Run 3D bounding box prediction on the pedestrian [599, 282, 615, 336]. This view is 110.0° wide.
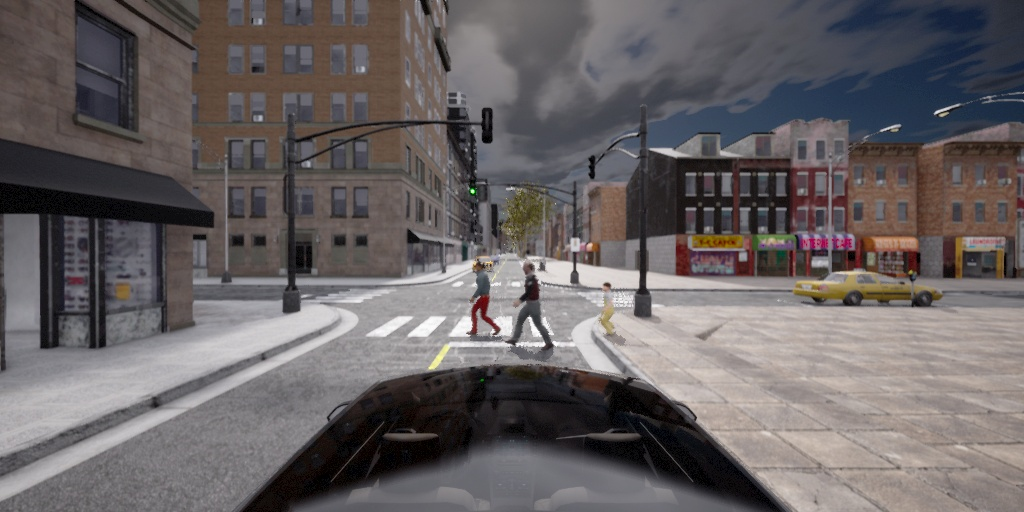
[{"bbox_3d":[2.179,1.096,7.902,0.375,1.300,0.375,0,0,0],"label":"pedestrian"}]

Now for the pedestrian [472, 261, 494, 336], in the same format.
[{"bbox_3d":[-0.679,0.960,8.504,0.375,1.860,0.375,0,0,0],"label":"pedestrian"}]

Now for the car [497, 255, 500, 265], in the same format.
[{"bbox_3d":[-2.833,0.555,54.161,1.882,1.535,5.008,0,0,0],"label":"car"}]

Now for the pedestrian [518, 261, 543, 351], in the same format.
[{"bbox_3d":[0.371,0.975,7.300,0.375,1.860,0.375,0,0,0],"label":"pedestrian"}]

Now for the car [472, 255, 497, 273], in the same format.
[{"bbox_3d":[-2.852,0.788,35.854,1.882,1.535,5.008,0,1,0],"label":"car"}]

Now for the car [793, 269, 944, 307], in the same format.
[{"bbox_3d":[13.882,1.192,14.082,4.829,1.417,1.751,0,0,0],"label":"car"}]
